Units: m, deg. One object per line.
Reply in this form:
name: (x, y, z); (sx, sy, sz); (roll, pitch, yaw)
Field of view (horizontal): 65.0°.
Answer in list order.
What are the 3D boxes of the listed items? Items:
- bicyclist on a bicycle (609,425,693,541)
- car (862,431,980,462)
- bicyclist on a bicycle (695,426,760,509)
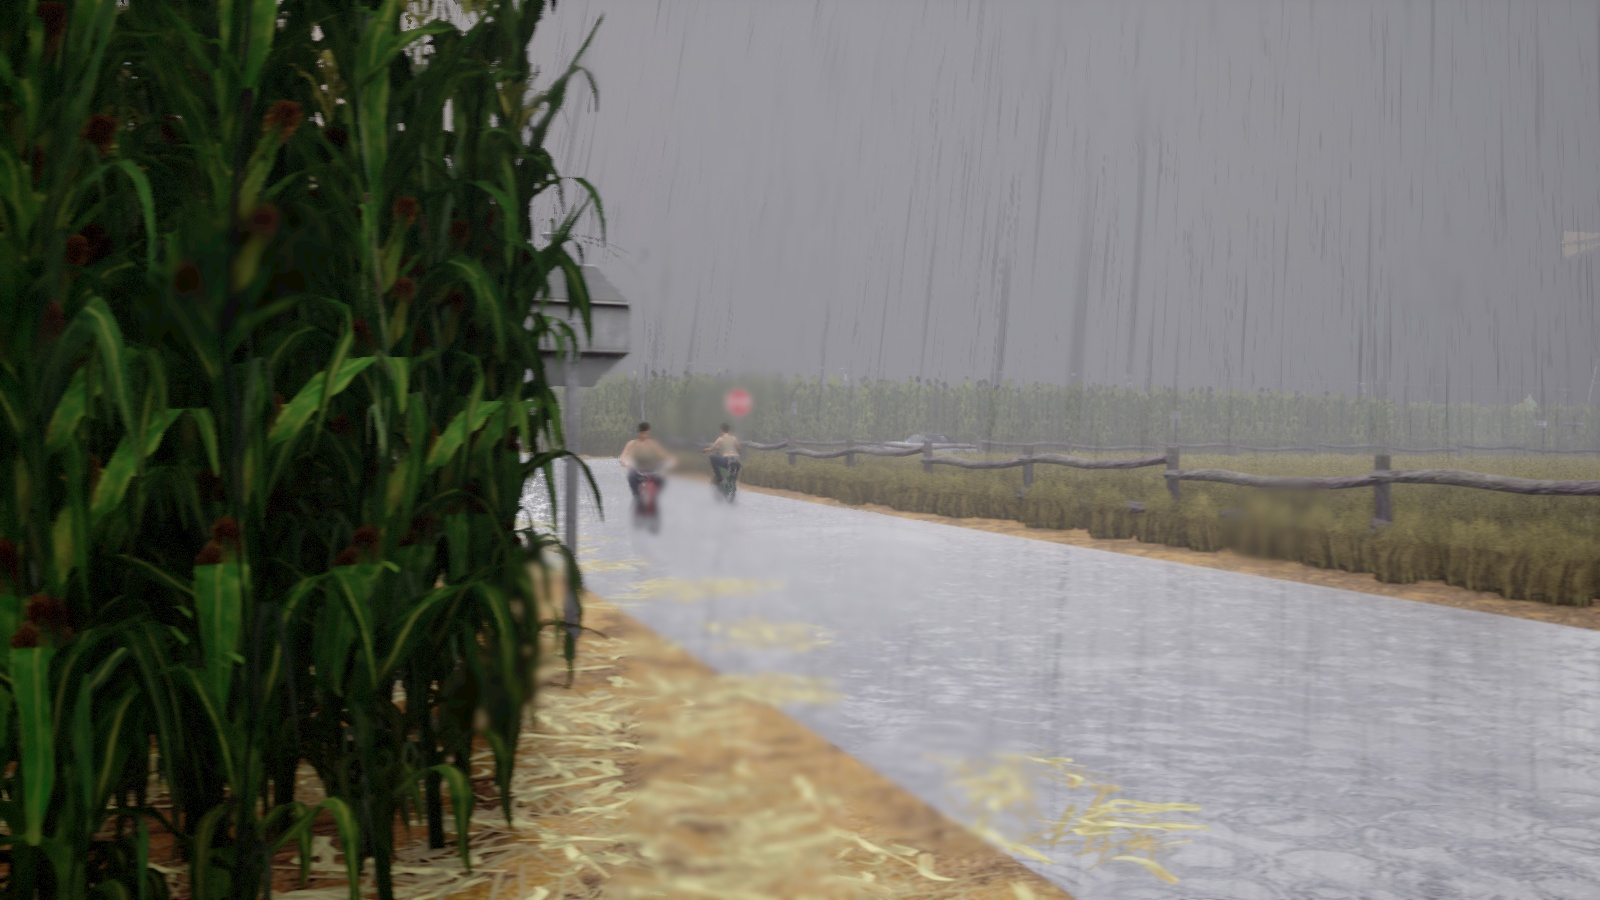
bicyclist on a bicycle: (-2.195, 0.455, 18.386); (0.866, 1.612, 1.509); (-1, 1, -21)
car: (5.196, -0.181, 54.040); (4.718, 1.301, 1.895); (0, 1, -20)
bicyclist on a bicycle: (-1.466, 0.322, 25.236); (0.866, 1.612, 1.509); (-1, 1, -21)
